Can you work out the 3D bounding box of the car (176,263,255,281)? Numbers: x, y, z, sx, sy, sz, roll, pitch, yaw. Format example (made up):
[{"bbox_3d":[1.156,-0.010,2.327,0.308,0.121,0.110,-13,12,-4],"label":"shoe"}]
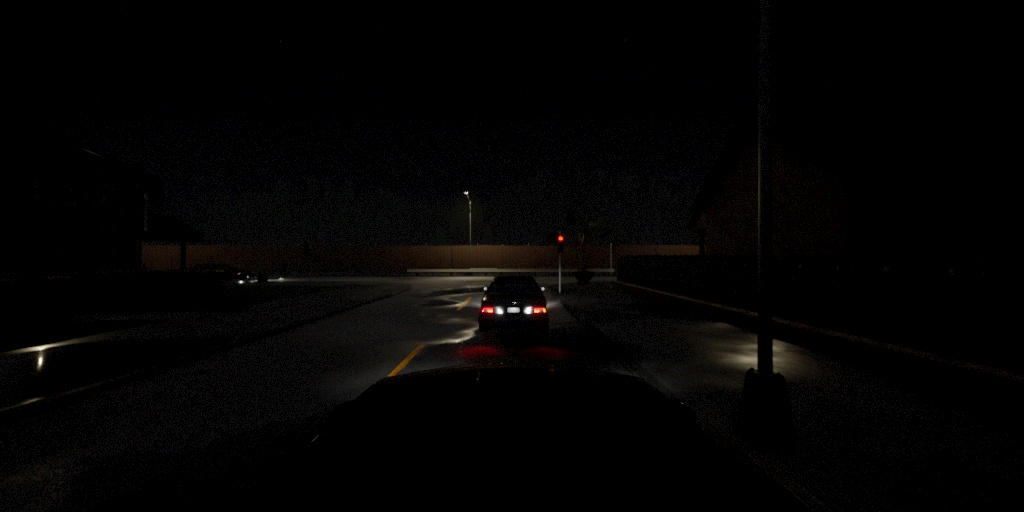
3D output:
[{"bbox_3d":[-24.077,1.307,29.073,5.357,1.411,2.033,0,0,0],"label":"car"}]

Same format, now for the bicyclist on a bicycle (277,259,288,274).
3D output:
[{"bbox_3d":[-23.968,1.111,37.471,0.582,1.620,1.656,0,0,0],"label":"bicyclist on a bicycle"}]

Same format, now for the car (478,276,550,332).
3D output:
[{"bbox_3d":[0.058,1.300,10.814,2.033,1.411,5.357,0,0,1],"label":"car"}]
